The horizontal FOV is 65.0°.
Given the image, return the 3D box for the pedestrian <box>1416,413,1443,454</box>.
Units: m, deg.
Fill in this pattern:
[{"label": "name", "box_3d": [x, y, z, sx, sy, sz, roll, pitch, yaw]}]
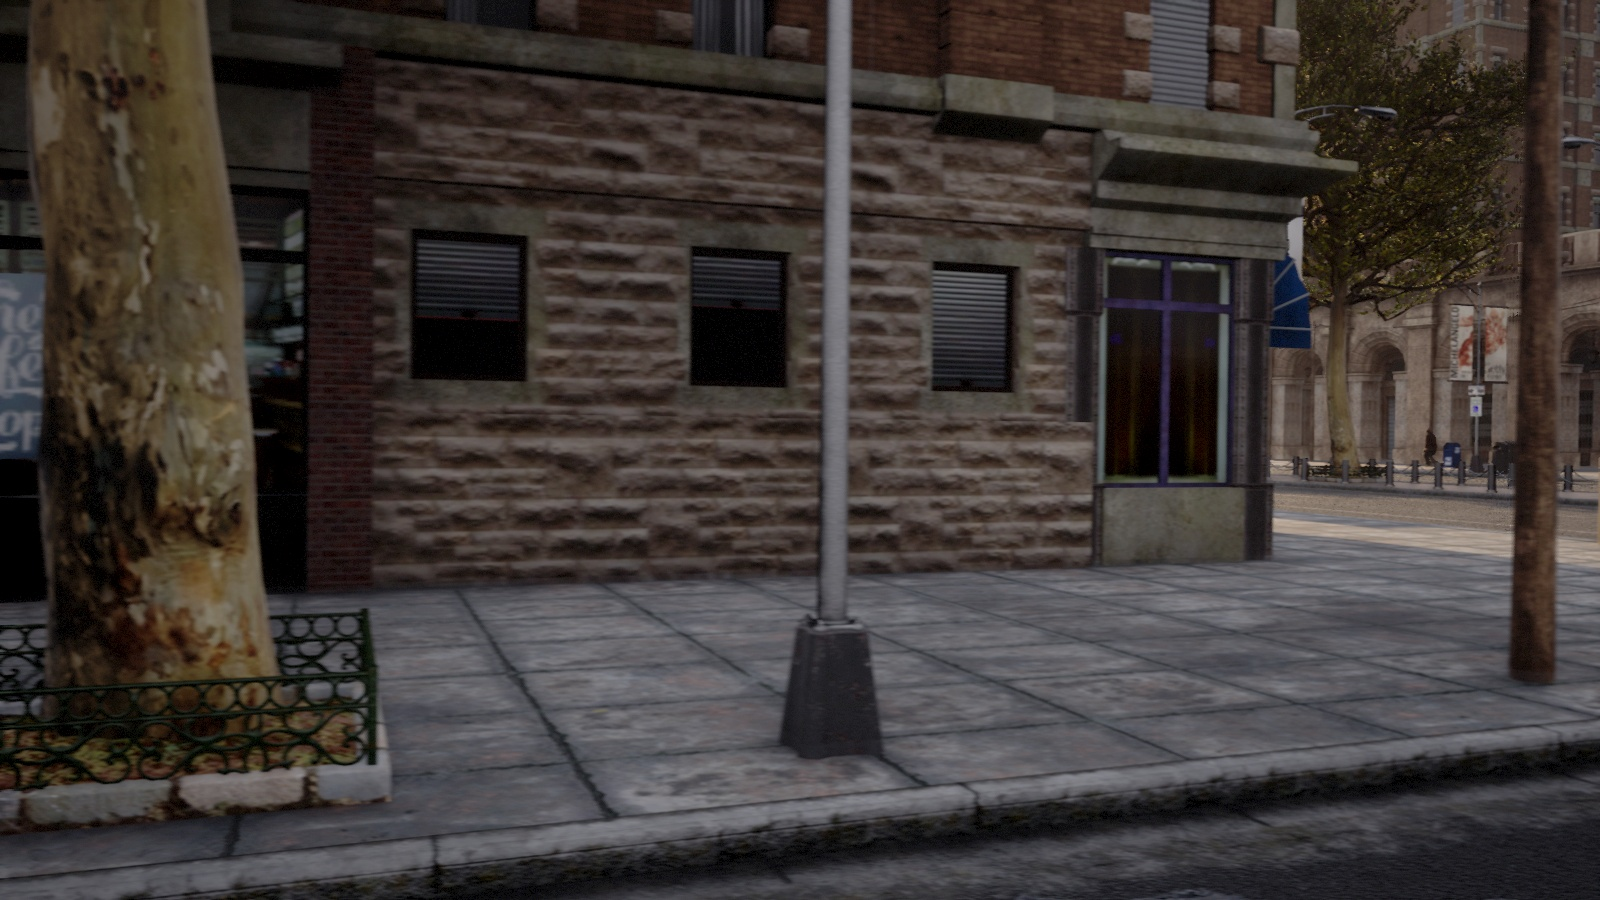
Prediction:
[{"label": "pedestrian", "box_3d": [28.464, -0.763, 56.771, 0.634, 1.844, 0.899, -1, 1, -20]}]
